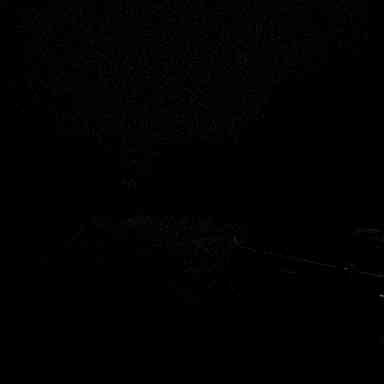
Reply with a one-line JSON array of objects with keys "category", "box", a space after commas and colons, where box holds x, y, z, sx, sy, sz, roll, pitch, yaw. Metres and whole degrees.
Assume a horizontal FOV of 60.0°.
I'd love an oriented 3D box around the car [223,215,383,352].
[{"category": "car", "box": [2.655, 1.353, 5.563, 2.097, 1.767, 4.553, 0, 0, -38]}]
